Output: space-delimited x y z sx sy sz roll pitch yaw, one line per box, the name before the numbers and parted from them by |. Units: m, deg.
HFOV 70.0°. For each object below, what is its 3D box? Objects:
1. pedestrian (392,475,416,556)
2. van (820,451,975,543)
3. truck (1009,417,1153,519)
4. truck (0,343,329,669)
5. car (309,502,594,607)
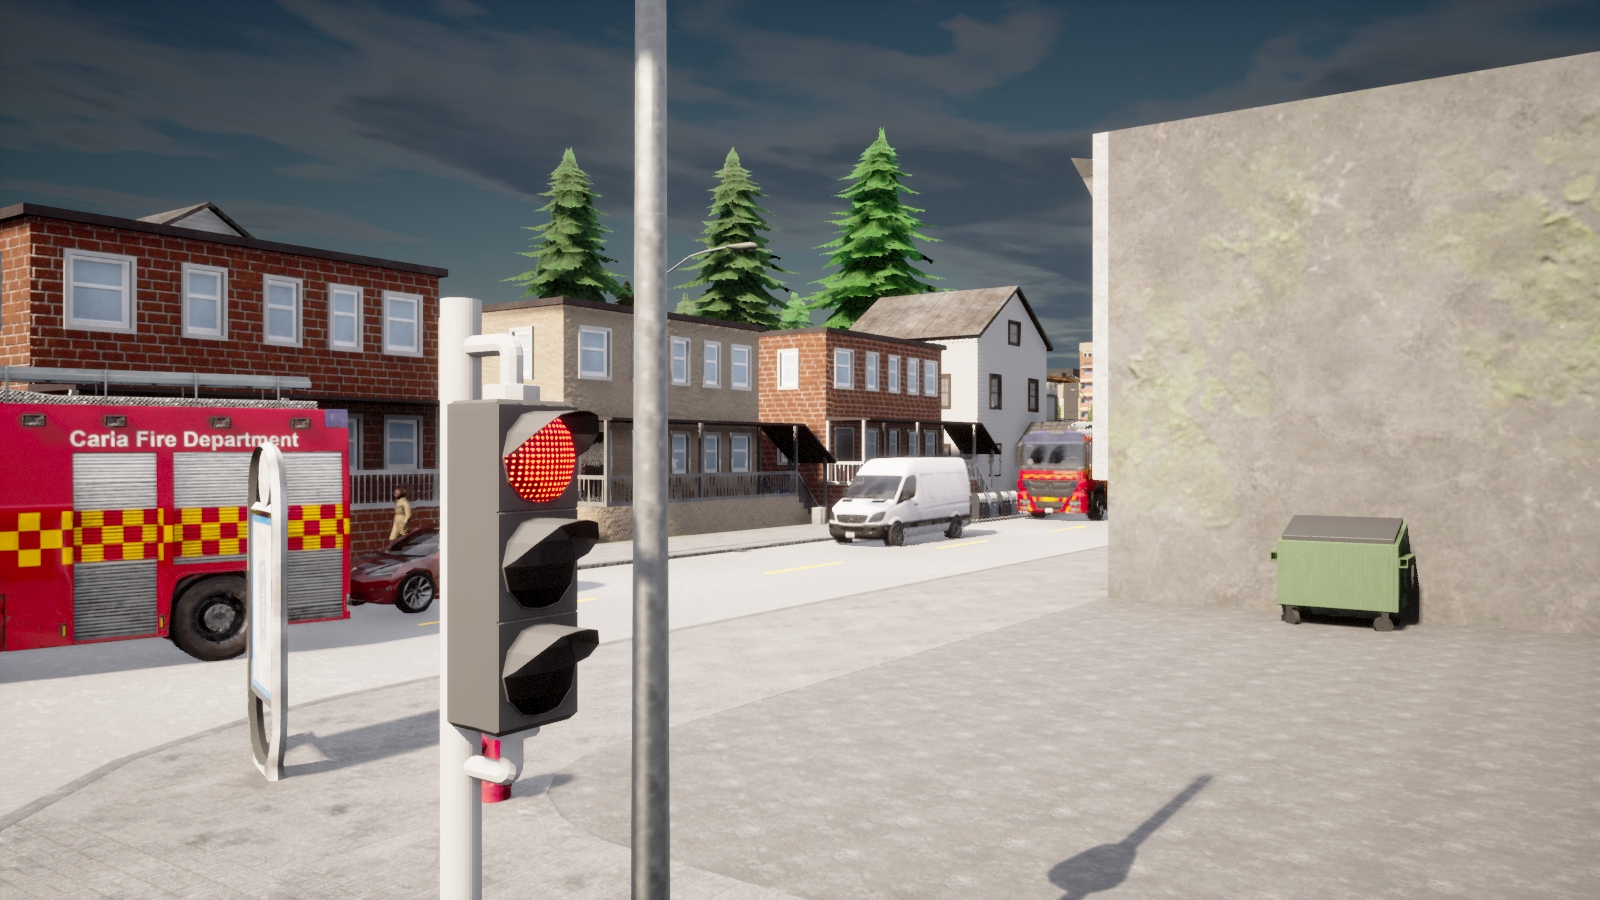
pedestrian | -9.194 1.506 26.542 0.375 1.860 0.375 0 0 37
van | 3.103 1.306 34.901 1.988 2.561 5.915 0 0 35
truck | 11.787 0.663 47.286 2.891 3.827 8.468 0 0 35
truck | -10.708 0.661 14.207 8.468 3.827 2.891 0 0 -40
car | -6.363 1.835 21.405 2.163 1.488 4.792 0 0 35
